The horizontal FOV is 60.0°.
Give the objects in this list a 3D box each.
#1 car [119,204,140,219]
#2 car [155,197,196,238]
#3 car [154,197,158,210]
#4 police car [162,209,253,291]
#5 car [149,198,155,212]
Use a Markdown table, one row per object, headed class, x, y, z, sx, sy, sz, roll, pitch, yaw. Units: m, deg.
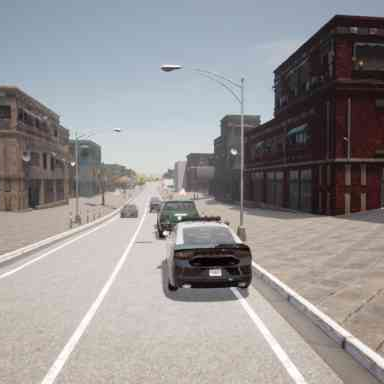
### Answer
| class | x | y | z | sx | sy | sz | roll | pitch | yaw |
| --- | --- | --- | --- | --- | --- | --- | --- | --- | --- |
| car | -6.851 | 2.080 | 36.680 | 1.837 | 1.490 | 4.892 | 0 | 0 | -7 |
| car | -0.874 | 1.466 | 19.318 | 2.150 | 2.045 | 5.566 | 0 | -1 | -7 |
| car | -1.578 | 1.622 | 25.287 | 2.150 | 2.045 | 5.566 | 0 | -1 | -7 |
| police car | 0.230 | 1.479 | 9.381 | 1.930 | 1.638 | 5.238 | 0 | -1 | -6 |
| car | -4.950 | 1.997 | 46.295 | 1.837 | 1.490 | 4.892 | 0 | -1 | -7 |
